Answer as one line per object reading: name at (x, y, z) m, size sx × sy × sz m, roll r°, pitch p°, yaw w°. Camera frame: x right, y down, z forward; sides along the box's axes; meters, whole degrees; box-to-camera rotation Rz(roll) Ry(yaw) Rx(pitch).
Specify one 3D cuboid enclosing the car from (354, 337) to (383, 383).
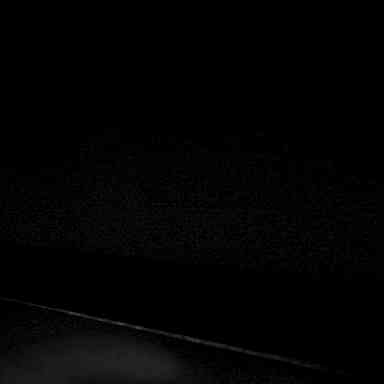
car at (3.352, 1.601, 1.554) m, size 4.718 × 1.301 × 1.895 m, roll 0°, pitch 0°, yaw 26°
